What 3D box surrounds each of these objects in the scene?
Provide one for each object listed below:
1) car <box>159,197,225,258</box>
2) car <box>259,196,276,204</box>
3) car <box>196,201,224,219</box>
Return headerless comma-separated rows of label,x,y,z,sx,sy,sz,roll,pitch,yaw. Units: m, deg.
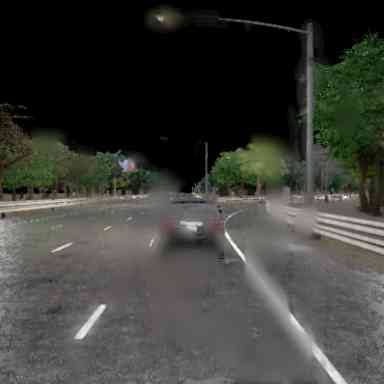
car,0.026,1.216,12.815,2.150,2.045,5.566,0,0,1
car,13.929,1.500,60.292,2.033,1.411,5.357,0,0,33
car,1.744,1.552,30.233,1.994,1.385,4.181,0,0,11
